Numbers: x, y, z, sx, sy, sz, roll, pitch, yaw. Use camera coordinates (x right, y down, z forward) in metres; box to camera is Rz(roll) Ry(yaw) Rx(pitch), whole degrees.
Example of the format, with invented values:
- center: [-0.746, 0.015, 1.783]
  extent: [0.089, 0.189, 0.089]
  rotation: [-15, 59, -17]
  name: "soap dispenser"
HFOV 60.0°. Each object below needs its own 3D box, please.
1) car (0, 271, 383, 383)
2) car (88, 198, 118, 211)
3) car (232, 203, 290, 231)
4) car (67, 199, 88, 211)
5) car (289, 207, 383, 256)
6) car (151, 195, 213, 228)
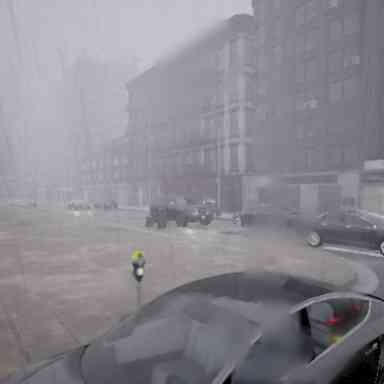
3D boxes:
- center: [0.335, 1.559, 3.050]
  extent: [4.313, 1.339, 1.947]
  rotation: [0, 0, -35]
  name: "car"
- center: [-11.019, 1.537, 42.350]
  extent: [2.128, 1.511, 4.902]
  rotation: [0, 0, -35]
  name: "car"
- center: [4.541, 1.475, 20.502]
  extent: [1.837, 1.490, 4.892]
  rotation: [0, 0, -35]
  name: "car"
- center: [-14.236, 1.594, 41.854]
  extent: [1.812, 1.442, 4.674]
  rotation: [0, 0, -35]
  name: "car"
- center: [6.427, 1.474, 12.767]
  extent: [1.837, 1.490, 4.892]
  rotation: [0, 0, -35]
  name: "car"
- center: [-0.888, 1.224, 23.032]
  extent: [2.150, 2.045, 5.566]
  rotation: [0, 0, -35]
  name: "car"
